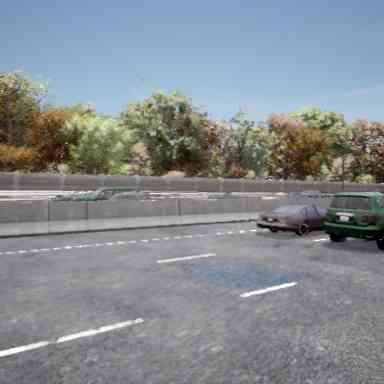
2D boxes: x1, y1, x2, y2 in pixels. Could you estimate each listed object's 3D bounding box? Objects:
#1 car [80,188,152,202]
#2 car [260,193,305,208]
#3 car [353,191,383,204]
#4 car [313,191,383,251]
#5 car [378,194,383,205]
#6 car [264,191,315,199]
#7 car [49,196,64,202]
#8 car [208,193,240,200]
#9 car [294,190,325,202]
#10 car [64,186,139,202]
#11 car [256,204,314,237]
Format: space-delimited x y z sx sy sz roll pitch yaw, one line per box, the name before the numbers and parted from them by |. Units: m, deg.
car | -4.621 0.815 22.078 4.553 1.767 2.097 0 1 -34
car | 9.925 0.858 36.316 5.008 1.535 1.882 0 1 -34
car | 24.753 0.739 46.470 4.553 1.767 2.097 0 2 -35
car | 7.670 1.047 13.444 5.566 2.045 2.150 0 1 -35
car | 26.553 0.990 43.472 4.892 1.490 1.837 1 1 -34
car | 9.312 0.820 31.667 4.553 1.767 2.097 0 1 -34
car | -10.550 0.685 30.742 4.902 1.511 2.128 0 1 -34
car | 3.936 0.764 40.702 4.181 1.385 1.994 0 1 -34
car | 17.688 0.559 50.115 4.553 1.767 2.097 0 1 -34
car | -6.344 0.594 25.137 5.566 2.045 2.150 0 1 -34
car | 5.553 1.283 16.241 5.357 1.411 2.033 0 1 -35
